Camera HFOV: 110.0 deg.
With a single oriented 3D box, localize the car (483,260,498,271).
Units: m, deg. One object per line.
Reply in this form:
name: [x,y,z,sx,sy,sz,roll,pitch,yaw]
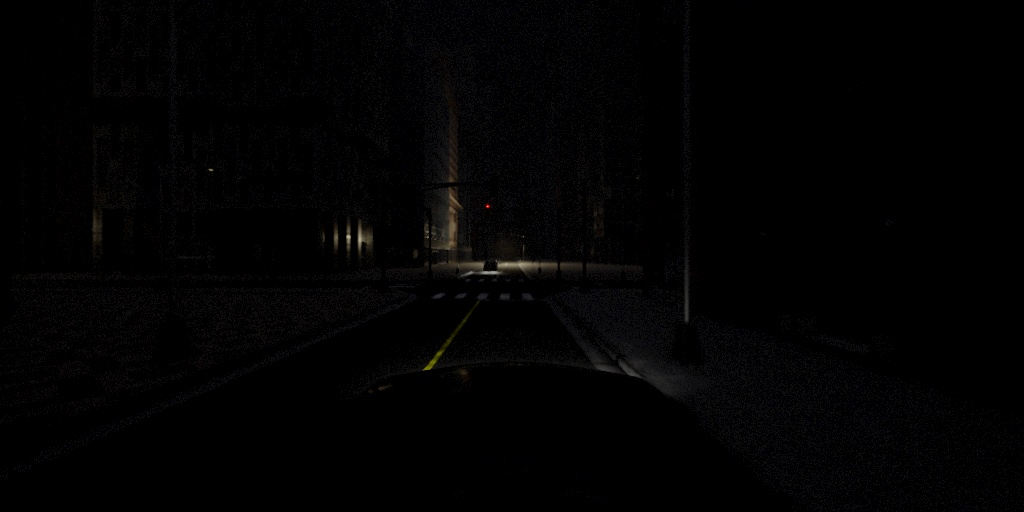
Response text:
car: [-2.983,1.384,50.132,2.128,1.511,4.902,0,1,0]
